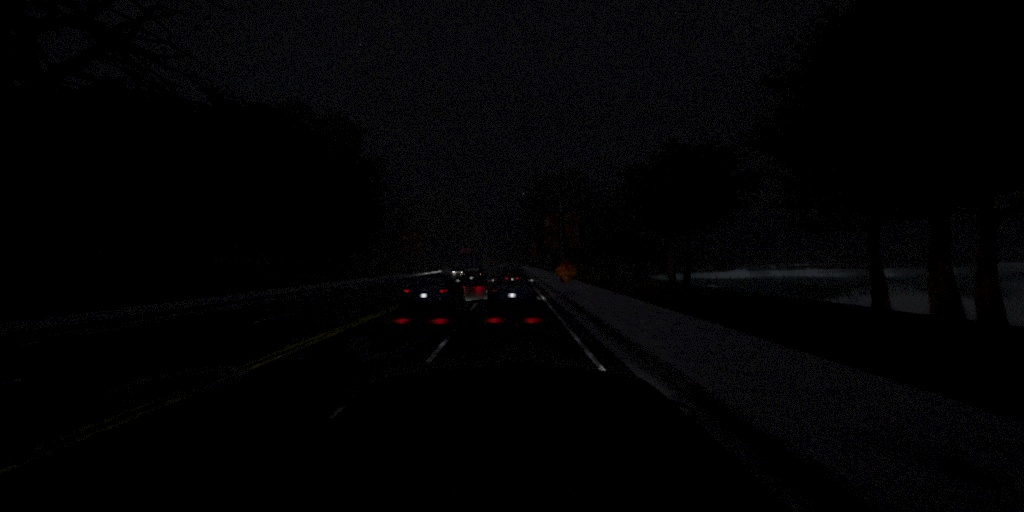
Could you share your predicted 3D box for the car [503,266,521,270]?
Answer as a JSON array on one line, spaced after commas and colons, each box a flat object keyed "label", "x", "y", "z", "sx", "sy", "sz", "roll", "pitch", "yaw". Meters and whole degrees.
[{"label": "car", "x": 0.018, "y": 1.577, "z": 30.410, "sx": 1.837, "sy": 1.490, "sz": 4.892, "roll": 0, "pitch": 0, "yaw": 0}]

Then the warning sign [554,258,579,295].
[{"label": "warning sign", "x": 2.851, "y": 1.044, "z": 18.527, "sx": 1.300, "sy": 1.860, "sz": 1.060, "roll": 0, "pitch": 0, "yaw": 0}]

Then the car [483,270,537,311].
[{"label": "car", "x": 0.019, "y": 1.458, "z": 15.405, "sx": 1.994, "sy": 1.385, "sz": 4.181, "roll": 0, "pitch": -1, "yaw": 0}]

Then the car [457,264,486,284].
[{"label": "car", "x": -3.228, "y": 1.600, "z": 30.793, "sx": 1.812, "sy": 1.442, "sz": 4.674, "roll": 0, "pitch": -1, "yaw": 0}]

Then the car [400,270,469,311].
[{"label": "car", "x": -3.237, "y": 1.457, "z": 15.235, "sx": 1.994, "sy": 1.385, "sz": 4.181, "roll": 0, "pitch": -1, "yaw": 1}]
